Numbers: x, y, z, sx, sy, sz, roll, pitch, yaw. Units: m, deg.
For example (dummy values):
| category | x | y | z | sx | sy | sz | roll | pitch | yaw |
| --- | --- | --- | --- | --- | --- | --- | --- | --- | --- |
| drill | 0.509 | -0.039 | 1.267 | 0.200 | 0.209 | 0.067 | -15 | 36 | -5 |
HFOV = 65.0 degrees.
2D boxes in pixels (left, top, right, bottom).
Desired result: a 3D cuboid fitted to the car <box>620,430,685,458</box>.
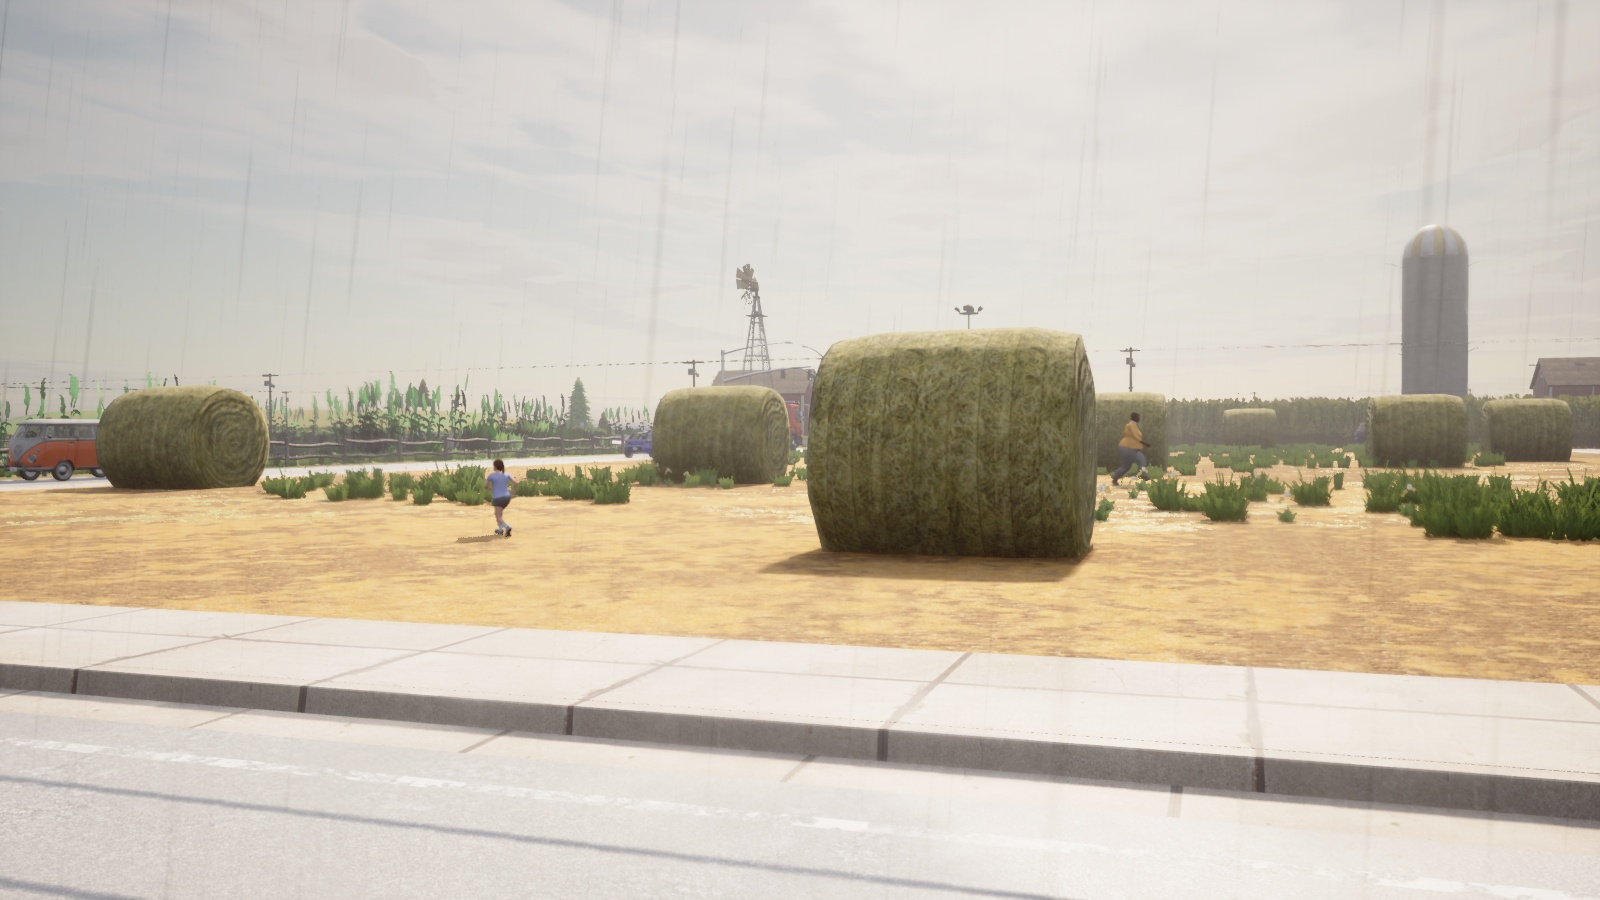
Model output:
| category | x | y | z | sx | sy | sz | roll | pitch | yaw |
| --- | --- | --- | --- | --- | --- | --- | --- | --- | --- |
| car | -8.255 | -0.356 | 70.618 | 1.816 | 1.474 | 4.193 | 1 | 1 | 21 |

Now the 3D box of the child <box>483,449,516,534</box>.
| category | x | y | z | sx | sy | sz | roll | pitch | yaw |
| --- | --- | --- | --- | --- | --- | --- | --- | --- | --- |
| child | -4.008 | 0.549 | 16.746 | 0.394 | 1.110 | 0.255 | 1 | 1 | 44 |

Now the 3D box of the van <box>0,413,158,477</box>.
| category | x | y | z | sx | sy | sz | roll | pitch | yaw |
| --- | --- | --- | --- | --- | --- | --- | --- | --- | --- |
| van | -23.551 | -0.205 | 41.126 | 1.775 | 1.987 | 4.442 | 1 | 1 | 21 |

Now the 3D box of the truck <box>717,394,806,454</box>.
| category | x | y | z | sx | sy | sz | roll | pitch | yaw |
| --- | --- | --- | --- | --- | --- | --- | --- | --- | --- |
| truck | -2.522 | -1.747 | 85.215 | 2.891 | 3.827 | 8.468 | 1 | 1 | 22 |

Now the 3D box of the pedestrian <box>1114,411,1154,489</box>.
| category | x | y | z | sx | sy | sz | roll | pitch | yaw |
| --- | --- | --- | --- | --- | --- | --- | --- | --- | --- |
| pedestrian | 8.060 | -0.004 | 30.353 | 0.900 | 1.855 | 0.874 | 0 | 1 | 13 |
